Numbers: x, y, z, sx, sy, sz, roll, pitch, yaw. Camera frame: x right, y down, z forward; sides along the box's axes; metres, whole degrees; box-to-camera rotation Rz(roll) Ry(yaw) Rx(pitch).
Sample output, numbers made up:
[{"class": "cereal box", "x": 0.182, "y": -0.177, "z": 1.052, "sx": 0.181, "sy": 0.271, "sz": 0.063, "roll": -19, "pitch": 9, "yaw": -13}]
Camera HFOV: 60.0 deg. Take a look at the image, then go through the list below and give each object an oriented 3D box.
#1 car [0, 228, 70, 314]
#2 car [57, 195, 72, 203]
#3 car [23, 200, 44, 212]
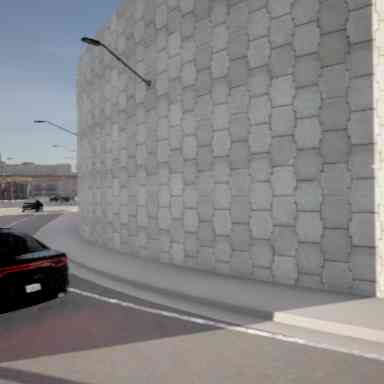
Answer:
[{"class": "car", "x": -4.679, "y": 1.530, "z": 7.281, "sx": 5.008, "sy": 1.535, "sz": 1.882, "roll": -1, "pitch": 0, "yaw": 38}, {"class": "car", "x": -31.562, "y": 1.820, "z": 82.647, "sx": 1.837, "sy": 1.490, "sz": 4.892, "roll": -1, "pitch": 0, "yaw": -16}, {"class": "car", "x": -19.978, "y": 1.726, "z": 41.925, "sx": 1.837, "sy": 1.490, "sz": 4.892, "roll": -1, "pitch": 0, "yaw": -16}]
